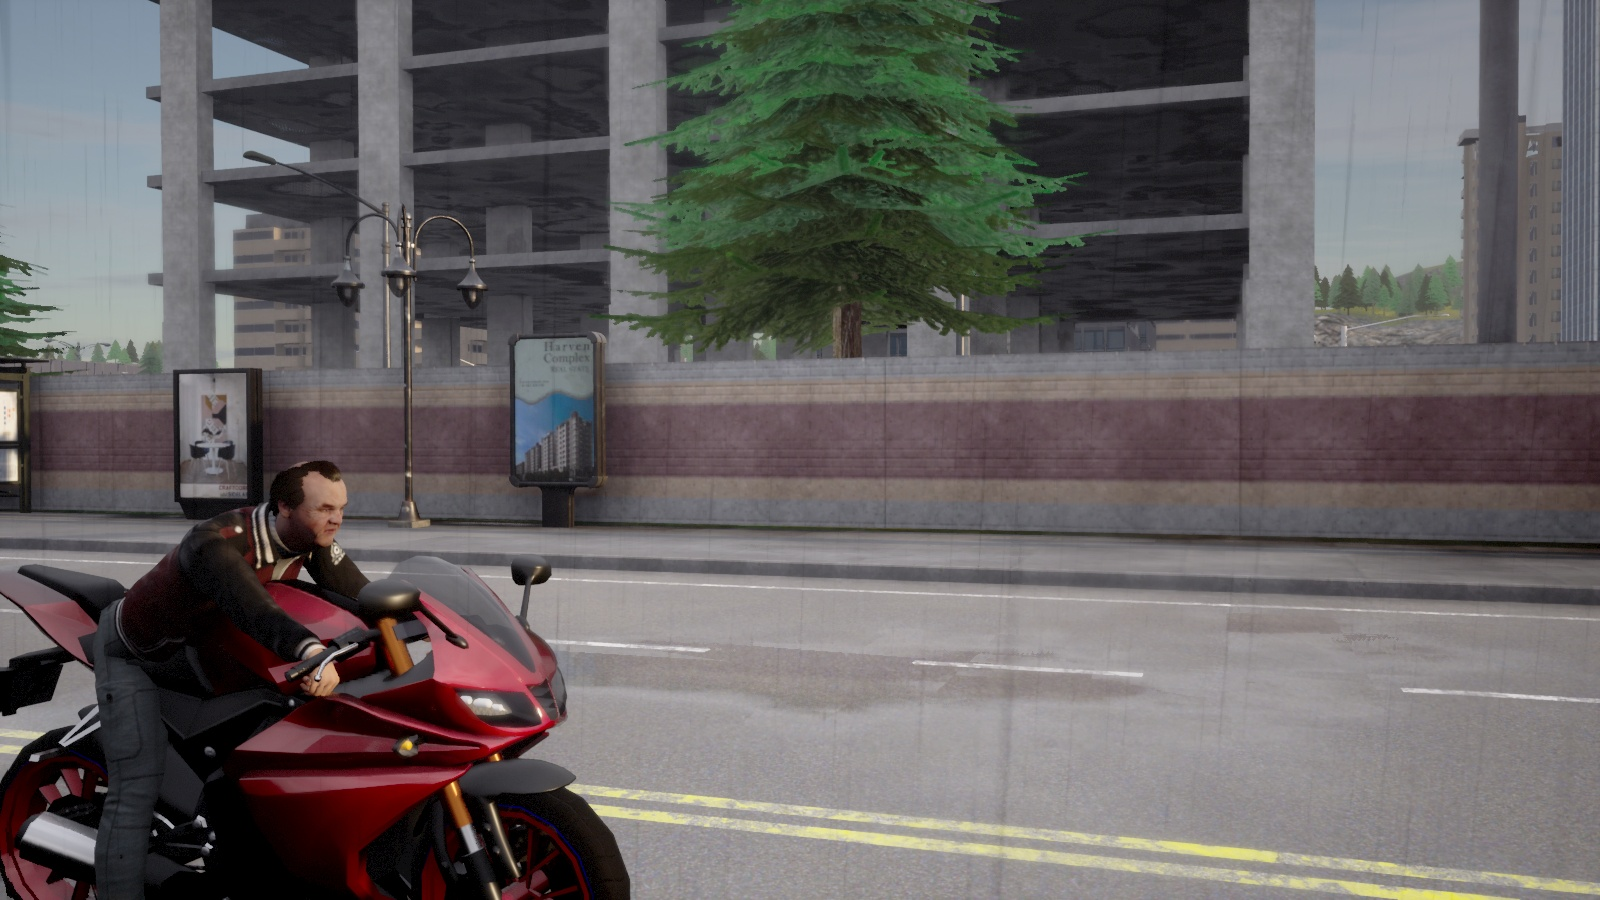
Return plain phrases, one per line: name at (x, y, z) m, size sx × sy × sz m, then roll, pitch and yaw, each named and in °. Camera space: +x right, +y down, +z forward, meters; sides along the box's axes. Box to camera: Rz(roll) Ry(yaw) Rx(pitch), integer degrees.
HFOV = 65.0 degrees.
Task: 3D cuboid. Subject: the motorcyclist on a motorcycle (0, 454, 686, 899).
motorcyclist on a motorcycle at (-1.520, 0.797, 3.704) m, size 2.191 × 1.530 × 0.866 m, roll 1°, pitch 1°, yaw 19°
